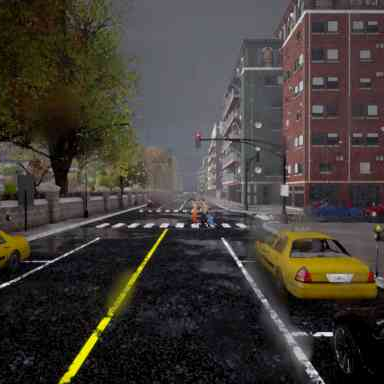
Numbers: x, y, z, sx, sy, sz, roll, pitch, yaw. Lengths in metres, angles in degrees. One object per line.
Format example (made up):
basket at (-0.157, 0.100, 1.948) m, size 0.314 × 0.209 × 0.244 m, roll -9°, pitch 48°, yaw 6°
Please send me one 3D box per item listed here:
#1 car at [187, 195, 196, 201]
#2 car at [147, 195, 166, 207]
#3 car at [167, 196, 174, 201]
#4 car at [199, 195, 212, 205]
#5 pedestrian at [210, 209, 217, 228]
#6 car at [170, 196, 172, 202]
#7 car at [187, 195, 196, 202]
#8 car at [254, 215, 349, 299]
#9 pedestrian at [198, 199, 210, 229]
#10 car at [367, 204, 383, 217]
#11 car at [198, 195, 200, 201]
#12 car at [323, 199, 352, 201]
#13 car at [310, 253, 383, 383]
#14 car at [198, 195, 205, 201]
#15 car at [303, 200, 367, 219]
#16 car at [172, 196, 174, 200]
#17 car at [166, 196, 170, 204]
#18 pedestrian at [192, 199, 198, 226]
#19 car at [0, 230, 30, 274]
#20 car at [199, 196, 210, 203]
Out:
car at (-0.112, 1.495, 87.479) m, size 2.128 × 1.511 × 4.902 m, roll 0°, pitch 0°, yaw 0°
car at (-5.761, 1.335, 51.735) m, size 2.192 × 1.841 × 5.009 m, roll 0°, pitch 0°, yaw 0°
car at (-5.809, 1.643, 90.481) m, size 1.802 × 1.307 × 4.206 m, roll 0°, pitch 0°, yaw 0°
car at (2.613, 1.550, 57.451) m, size 1.752 × 1.417 × 4.829 m, roll 0°, pitch 0°, yaw 0°
pedestrian at (1.216, 1.578, 20.964) m, size 0.375 × 1.300 × 0.375 m, roll 0°, pitch 0°, yaw 0°
car at (-5.781, 1.581, 68.340) m, size 1.887 × 1.381 × 4.507 m, roll 0°, pitch 0°, yaw 0°
car at (-0.098, 1.592, 77.468) m, size 1.994 × 1.385 × 4.181 m, roll 0°, pitch 0°, yaw 0°
car at (2.677, 1.526, 8.350) m, size 1.752 × 1.417 × 4.829 m, roll 0°, pitch 0°, yaw 0°
pedestrian at (0.722, 1.298, 20.363) m, size 0.375 × 1.860 × 0.375 m, roll 0°, pitch 0°, yaw 0°
car at (20.260, 1.931, 35.210) m, size 4.507 × 1.381 × 1.887 m, roll 1°, pitch -1°, yaw 0°
car at (2.606, 1.575, 62.816) m, size 1.887 × 1.381 × 4.507 m, roll 0°, pitch 0°, yaw 0°
car at (14.570, 1.598, 35.188) m, size 5.009 × 1.841 × 2.192 m, roll 1°, pitch -1°, yaw 0°
car at (2.685, 1.566, 2.549) m, size 1.947 × 1.339 × 4.313 m, roll 0°, pitch 0°, yaw 0°
car at (2.571, 1.606, 90.492) m, size 1.887 × 1.381 × 4.507 m, roll 0°, pitch 0°, yaw 0°
car at (13.690, 1.824, 32.577) m, size 5.357 × 1.411 × 2.033 m, roll 1°, pitch 0°, yaw 0°
car at (-5.795, 1.630, 79.410) m, size 1.802 × 1.307 × 4.206 m, roll 0°, pitch 0°, yaw 0°
car at (-5.775, 1.470, 62.805) m, size 1.967 × 1.590 × 4.097 m, roll 0°, pitch 0°, yaw 0°
pedestrian at (0.155, 1.298, 21.562) m, size 0.375 × 1.860 × 0.375 m, roll 0°, pitch 0°, yaw 0°
car at (-5.703, 1.526, 7.998) m, size 1.752 × 1.417 × 4.829 m, roll 0°, pitch 0°, yaw 0°
car at (2.599, 1.587, 68.352) m, size 2.008 × 1.369 × 4.403 m, roll 0°, pitch 0°, yaw 0°
